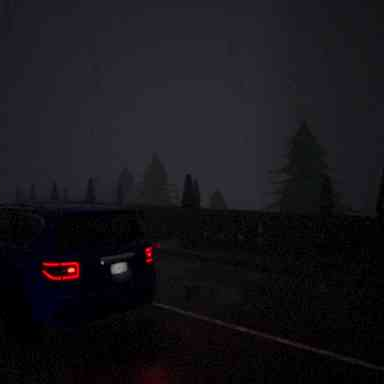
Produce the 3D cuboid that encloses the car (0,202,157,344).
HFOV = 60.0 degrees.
[{"bbox_3d":[-3.132,1.228,6.713,5.566,2.045,2.150,0,0,40],"label":"car"}]
